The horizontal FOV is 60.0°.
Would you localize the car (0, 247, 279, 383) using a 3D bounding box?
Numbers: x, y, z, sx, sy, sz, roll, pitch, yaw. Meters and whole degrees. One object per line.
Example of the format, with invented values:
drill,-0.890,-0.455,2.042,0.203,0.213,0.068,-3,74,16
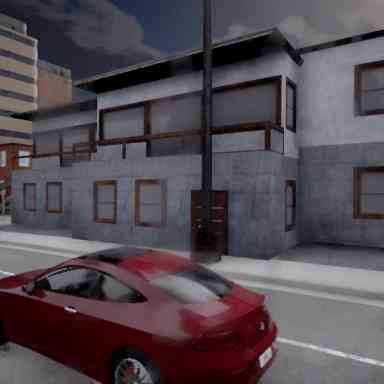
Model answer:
car,-1.155,1.542,4.723,4.674,1.442,1.812,0,0,33
